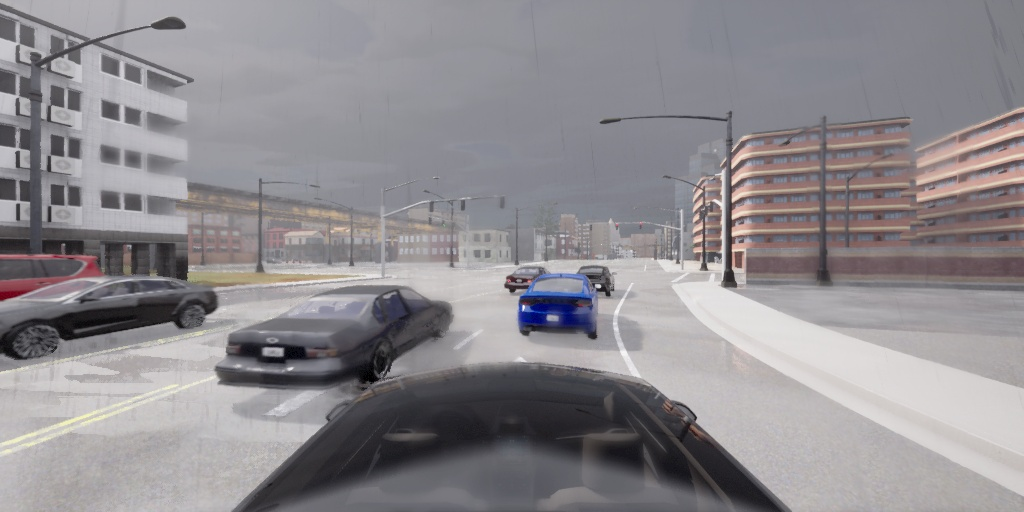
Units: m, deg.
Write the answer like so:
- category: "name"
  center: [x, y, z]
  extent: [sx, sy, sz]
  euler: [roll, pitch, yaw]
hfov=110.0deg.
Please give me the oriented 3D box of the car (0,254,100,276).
- category: "car"
  center: [-13.401, 0.971, 8.490]
  extent: [2.150, 2.045, 5.566]
  euler: [0, 0, 9]

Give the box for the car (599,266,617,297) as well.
- category: "car"
  center: [4.447, 1.255, 19.236]
  extent: [1.837, 1.490, 4.892]
  euler: [0, 0, 19]

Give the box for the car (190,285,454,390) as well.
- category: "car"
  center: [-2.761, 1.296, 7.150]
  extent: [2.033, 1.411, 5.357]
  euler: [0, 0, 8]

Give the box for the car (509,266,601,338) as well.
- category: "car"
  center: [1.501, 1.228, 10.319]
  extent: [1.882, 1.535, 5.008]
  euler: [0, 0, 14]

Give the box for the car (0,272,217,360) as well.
- category: "car"
  center: [-9.814, 1.241, 8.541]
  extent: [2.128, 1.511, 4.902]
  euler: [0, 0, 10]

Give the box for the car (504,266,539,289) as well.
- category: "car"
  center: [1.222, 1.297, 20.571]
  extent: [2.033, 1.411, 5.357]
  euler: [0, 0, 20]
